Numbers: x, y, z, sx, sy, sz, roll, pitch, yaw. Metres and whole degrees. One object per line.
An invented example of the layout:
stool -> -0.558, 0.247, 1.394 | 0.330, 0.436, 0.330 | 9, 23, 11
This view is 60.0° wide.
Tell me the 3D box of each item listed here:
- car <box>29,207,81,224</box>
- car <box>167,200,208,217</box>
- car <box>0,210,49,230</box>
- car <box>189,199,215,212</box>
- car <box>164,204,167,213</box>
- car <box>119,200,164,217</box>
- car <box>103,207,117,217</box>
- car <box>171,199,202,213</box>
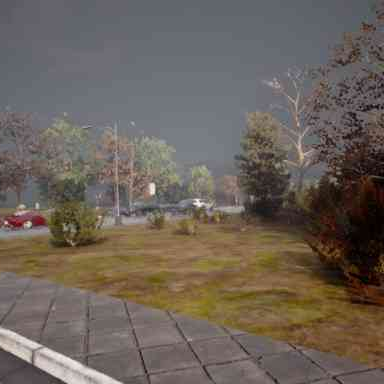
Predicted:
car -> -14.851, 2.505, 36.451 | 2.128, 1.511, 4.902 | -3, -2, 32
car -> -0.446, 2.085, 39.253 | 1.837, 1.490, 4.892 | -3, -2, 32
car -> -12.457, 2.158, 26.966 | 1.882, 1.535, 5.008 | -3, -2, 34
car -> 1.220, 2.014, 48.498 | 2.150, 2.045, 5.566 | -3, -2, 32
car -> -4.583, 2.607, 52.687 | 2.128, 1.511, 4.902 | -3, -2, 32
car -> -6.472, 2.124, 43.185 | 2.150, 2.045, 5.566 | -3, -2, 32
car -> -10.043, 2.615, 44.051 | 1.994, 1.385, 4.181 | -3, -2, 32
car -> -0.798, 2.193, 52.141 | 2.150, 2.045, 5.566 | -3, -2, 33
